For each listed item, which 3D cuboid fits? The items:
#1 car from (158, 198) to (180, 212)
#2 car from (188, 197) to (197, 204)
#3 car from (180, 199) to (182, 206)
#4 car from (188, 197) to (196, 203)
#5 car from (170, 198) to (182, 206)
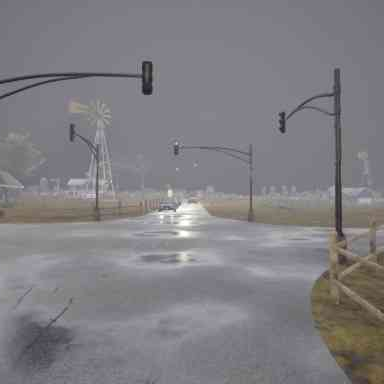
[{"bbox_3d":[-2.861,1.661,39.779,1.994,1.385,4.181,0,0,0],"label":"car"},{"bbox_3d":[0.085,1.788,69.110,1.812,1.442,4.674,0,0,0],"label":"car"},{"bbox_3d":[-2.860,1.629,48.520,2.128,1.511,4.902,0,0,0],"label":"car"},{"bbox_3d":[-0.009,1.860,79.122,1.812,1.442,4.674,0,0,0],"label":"car"},{"bbox_3d":[-2.838,1.802,59.494,1.895,1.301,4.718,0,0,0],"label":"car"}]
